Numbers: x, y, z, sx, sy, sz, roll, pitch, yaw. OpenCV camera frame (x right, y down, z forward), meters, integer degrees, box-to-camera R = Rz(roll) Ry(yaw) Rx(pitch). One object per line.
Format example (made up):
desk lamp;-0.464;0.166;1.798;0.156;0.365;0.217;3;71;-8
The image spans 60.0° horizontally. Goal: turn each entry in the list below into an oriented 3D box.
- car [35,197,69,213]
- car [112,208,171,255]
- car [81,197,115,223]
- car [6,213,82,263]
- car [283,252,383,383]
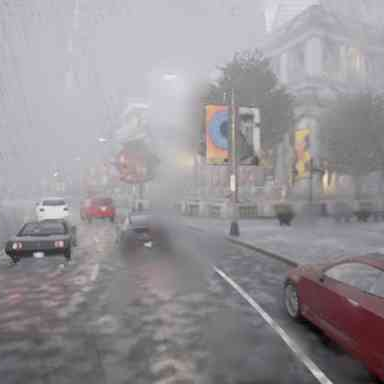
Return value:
car;-11.084;1.443;26.387;2.150;2.045;5.566;0;0;-26
car;-2.147;1.599;13.873;1.837;1.490;4.892;0;0;-16
car;-7.943;1.432;27.932;2.150;2.045;5.566;0;0;-26
car;-5.406;1.708;12.599;1.895;1.301;4.718;0;0;-16
car;2.829;1.528;4.485;2.002;1.452;4.674;0;0;-6
